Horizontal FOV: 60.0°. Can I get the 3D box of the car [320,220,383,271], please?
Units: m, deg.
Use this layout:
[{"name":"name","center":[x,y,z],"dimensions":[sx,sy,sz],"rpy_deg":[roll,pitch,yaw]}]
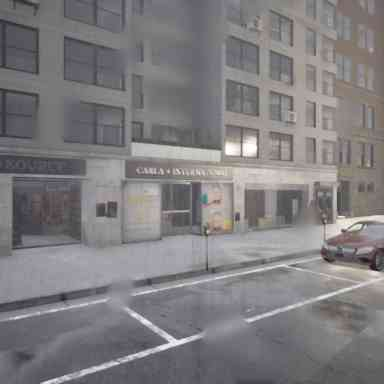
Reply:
[{"name":"car","center":[5.944,1.586,10.813],"dimensions":[4.206,1.307,1.802],"rpy_deg":[0,0,-36]}]
